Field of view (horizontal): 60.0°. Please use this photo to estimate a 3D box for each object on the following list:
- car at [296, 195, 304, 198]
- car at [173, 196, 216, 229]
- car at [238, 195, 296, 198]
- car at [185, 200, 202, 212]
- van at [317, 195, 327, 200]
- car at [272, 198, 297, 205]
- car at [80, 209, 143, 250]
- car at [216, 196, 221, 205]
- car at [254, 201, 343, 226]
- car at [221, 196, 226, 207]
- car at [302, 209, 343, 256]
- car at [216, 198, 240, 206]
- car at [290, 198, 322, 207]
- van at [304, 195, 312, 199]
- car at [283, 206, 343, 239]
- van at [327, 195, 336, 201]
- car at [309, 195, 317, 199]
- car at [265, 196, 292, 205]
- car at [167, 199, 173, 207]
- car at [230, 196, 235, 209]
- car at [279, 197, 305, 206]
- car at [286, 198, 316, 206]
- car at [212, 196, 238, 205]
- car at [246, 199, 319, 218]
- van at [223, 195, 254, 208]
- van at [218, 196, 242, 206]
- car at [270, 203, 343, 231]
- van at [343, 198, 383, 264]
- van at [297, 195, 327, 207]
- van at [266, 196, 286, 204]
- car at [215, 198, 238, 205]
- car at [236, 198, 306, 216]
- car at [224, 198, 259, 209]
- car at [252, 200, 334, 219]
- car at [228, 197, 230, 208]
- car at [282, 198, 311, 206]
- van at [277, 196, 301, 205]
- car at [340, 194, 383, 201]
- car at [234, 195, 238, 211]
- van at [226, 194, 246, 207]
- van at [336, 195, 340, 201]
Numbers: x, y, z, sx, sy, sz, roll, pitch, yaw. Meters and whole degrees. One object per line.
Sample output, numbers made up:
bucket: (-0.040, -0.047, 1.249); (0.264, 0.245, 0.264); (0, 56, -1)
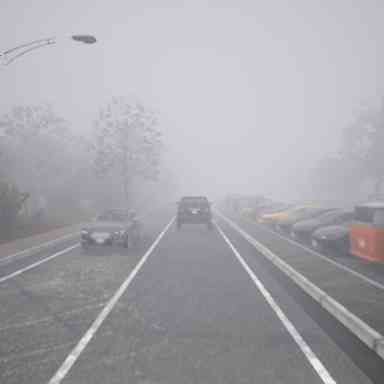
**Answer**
car: (20.121, 1.708, 53.850); (5.366, 1.575, 1.946); (0, -1, 0)
car: (0.142, 1.243, 21.732); (2.150, 2.045, 5.566); (0, 0, 0)
car: (7.083, 1.420, 31.897); (4.553, 1.767, 2.185); (0, 0, 0)
car: (0.207, 1.678, 41.327); (1.994, 1.385, 4.181); (0, 0, 0)
van: (20.148, 1.349, 45.695); (4.442, 1.987, 1.878); (0, -1, 0)
car: (20.398, 2.071, 73.239); (4.892, 1.521, 2.231); (0, -1, 0)
car: (-3.328, 1.501, 14.517); (2.128, 1.511, 4.902); (0, 0, 0)
car: (7.275, 1.872, 62.412); (5.008, 1.535, 2.097); (0, -1, 0)
car: (6.872, 1.515, 20.794); (5.366, 1.575, 1.946); (0, 0, 0)
car: (7.213, 1.328, 45.778); (5.566, 2.045, 2.435); (0, 0, 0)
car: (6.986, 1.527, 12.464); (4.792, 1.488, 2.163); (0, 0, 0)
car: (7.300, 2.015, 67.963); (4.674, 1.452, 2.002); (0, -1, 0)
car: (20.328, 1.815, 59.389); (4.892, 1.521, 2.231); (0, -1, 0)
van: (20.175, 1.434, 51.086); (4.442, 1.987, 1.878); (0, -1, 0)
car: (7.000, 1.534, 15.240); (4.792, 1.488, 2.163); (0, 0, 0)
van: (20.366, 1.342, 42.791); (4.442, 1.987, 1.878); (0, 0, 0)
car: (20.283, 1.608, 48.311); (5.008, 1.535, 2.097); (0, -1, 0)
car: (20.461, 1.929, 78.778); (5.566, 2.045, 2.435); (0, -1, 0)
car: (-3.129, 1.870, 57.376); (1.994, 1.385, 4.181); (0, -1, 1)
car: (7.137, 1.559, 37.449); (5.008, 1.535, 2.097); (0, 0, 0)
car: (20.345, 1.842, 67.702); (4.553, 1.767, 2.185); (0, -1, 0)
car: (20.343, 1.865, 62.159); (5.008, 1.535, 2.097); (0, -1, 0)
car: (7.298, 1.827, 73.520); (5.566, 2.045, 2.435); (0, -1, 0)
car: (7.079, 1.533, 26.345); (4.892, 1.521, 2.231); (0, 0, 0)
van: (7.096, 1.441, 51.314); (4.442, 1.987, 1.878); (0, -1, 0)
van: (7.400, 1.698, 65.192); (4.442, 1.987, 1.878); (0, -1, 0)
car: (7.014, 1.541, 18.016); (4.792, 1.488, 2.163); (0, 0, 0)
van: (7.117, 1.265, 9.688); (4.442, 1.987, 1.878); (0, 0, 0)
van: (20.437, 1.537, 56.623); (4.442, 1.987, 1.878); (0, -1, 0)
van: (20.565, 2.025, 81.669); (4.442, 1.987, 1.878); (0, -1, 0)
car: (7.342, 2.056, 70.738); (4.792, 1.488, 2.163); (0, -1, 0)
car: (6.914, 1.535, 29.122); (5.366, 1.575, 1.946); (0, 0, 0)
car: (7.228, 1.645, 48.527); (4.792, 1.488, 2.163); (0, -1, 0)
car: (7.078, 1.526, 23.568); (4.892, 1.521, 2.231); (0, 0, 0)
car: (7.159, 1.606, 40.225); (4.674, 1.452, 2.002); (0, 0, 0)
car: (20.358, 1.918, 65.054); (5.008, 1.535, 2.097); (0, -1, 0)
van: (20.507, 1.793, 70.472); (4.442, 1.987, 1.878); (0, -1, 0)
car: (20.193, 1.304, 37.376); (5.566, 2.045, 2.435); (0, 0, 0)
car: (7.097, 1.426, 34.673); (4.553, 1.767, 2.185); (0, 0, 0)
van: (7.054, 1.346, 43.003); (4.442, 1.987, 1.878); (0, 0, 0)
van: (20.353, 1.336, 40.146); (4.442, 1.987, 1.878); (0, 0, 0)
